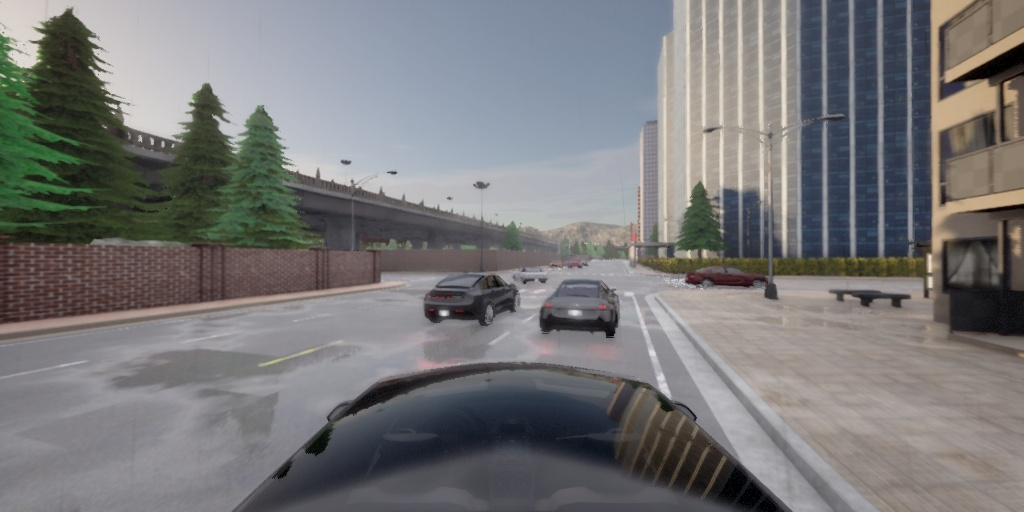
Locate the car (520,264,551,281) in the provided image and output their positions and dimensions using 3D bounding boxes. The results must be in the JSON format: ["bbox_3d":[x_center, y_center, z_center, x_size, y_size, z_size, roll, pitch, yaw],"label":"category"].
[{"bbox_3d":[1.317,1.512,28.897,1.895,1.301,4.718,0,0,-13],"label":"car"}]

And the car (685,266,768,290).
[{"bbox_3d":[14.424,1.416,24.161,5.008,1.535,1.882,0,-1,10],"label":"car"}]

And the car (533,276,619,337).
[{"bbox_3d":[2.128,1.366,10.666,1.994,1.385,4.181,0,0,17],"label":"car"}]

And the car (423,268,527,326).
[{"bbox_3d":[-1.123,1.314,12.006,1.837,1.490,4.892,0,0,17],"label":"car"}]
